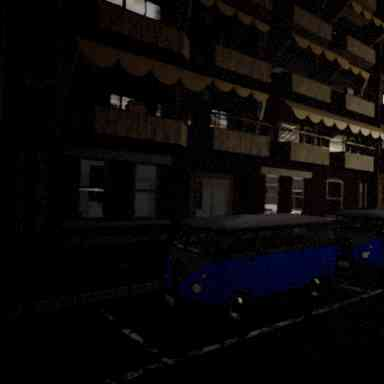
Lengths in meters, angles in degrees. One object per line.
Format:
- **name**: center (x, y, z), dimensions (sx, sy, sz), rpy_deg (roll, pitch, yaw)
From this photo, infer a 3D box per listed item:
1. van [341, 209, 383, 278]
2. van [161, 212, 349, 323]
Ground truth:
- **van**: center (5.833, 1.438, 10.256), dimensions (3.998, 1.788, 1.690), rpy_deg (1, 1, -36)
- **van**: center (1.337, 1.386, 7.034), dimensions (3.998, 1.788, 1.690), rpy_deg (1, 1, -36)
